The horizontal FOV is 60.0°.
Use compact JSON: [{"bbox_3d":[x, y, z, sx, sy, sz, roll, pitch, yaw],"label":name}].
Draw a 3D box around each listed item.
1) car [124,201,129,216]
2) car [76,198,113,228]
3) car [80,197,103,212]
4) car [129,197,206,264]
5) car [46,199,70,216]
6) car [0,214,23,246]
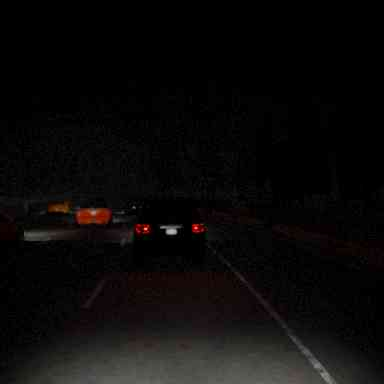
[{"bbox_3d":[-5.371,1.455,31.782,2.033,1.411,5.357,0,0,-18],"label":"car"},{"bbox_3d":[-6.342,1.295,21.893,2.097,1.767,4.553,0,0,-13],"label":"car"},{"bbox_3d":[-11.879,1.394,39.001,2.128,1.511,4.902,0,0,-23],"label":"car"},{"bbox_3d":[-0.901,1.183,11.882,2.150,2.045,5.566,0,0,-7],"label":"car"},{"bbox_3d":[-12.842,1.407,31.881,1.882,1.535,5.008,0,0,-19],"label":"car"},{"bbox_3d":[-8.104,1.458,12.668,1.882,1.535,5.008,0,0,-8],"label":"car"}]
